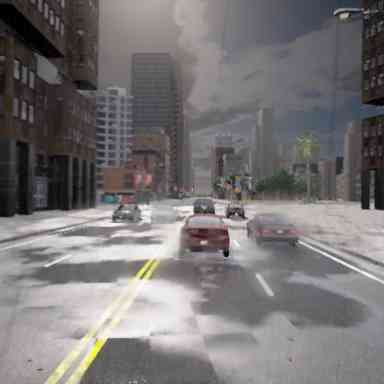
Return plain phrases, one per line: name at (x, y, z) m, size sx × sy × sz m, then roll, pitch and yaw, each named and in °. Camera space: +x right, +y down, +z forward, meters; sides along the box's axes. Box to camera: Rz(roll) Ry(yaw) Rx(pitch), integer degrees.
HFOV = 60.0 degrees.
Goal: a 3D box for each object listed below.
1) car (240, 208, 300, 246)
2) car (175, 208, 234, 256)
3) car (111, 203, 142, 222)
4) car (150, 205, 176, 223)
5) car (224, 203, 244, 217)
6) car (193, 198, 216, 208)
car at (3.881, 1.794, 16.778) m, size 2.033 × 1.411 × 5.357 m, roll 1°, pitch -1°, yaw 2°
car at (0.525, 1.654, 14.096) m, size 1.882 × 1.535 × 5.008 m, roll 1°, pitch -1°, yaw 2°
car at (-5.630, 1.793, 29.126) m, size 1.837 × 1.490 × 4.892 m, roll 1°, pitch -1°, yaw 2°
car at (-2.393, 1.845, 28.720) m, size 1.812 × 1.442 × 4.674 m, roll 1°, pitch -1°, yaw 2°
car at (4.558, 1.986, 35.649) m, size 1.837 × 1.490 × 4.892 m, roll 1°, pitch -1°, yaw 2°
car at (1.273, 1.656, 34.649) m, size 2.150 × 2.045 × 5.566 m, roll 1°, pitch 0°, yaw 2°
